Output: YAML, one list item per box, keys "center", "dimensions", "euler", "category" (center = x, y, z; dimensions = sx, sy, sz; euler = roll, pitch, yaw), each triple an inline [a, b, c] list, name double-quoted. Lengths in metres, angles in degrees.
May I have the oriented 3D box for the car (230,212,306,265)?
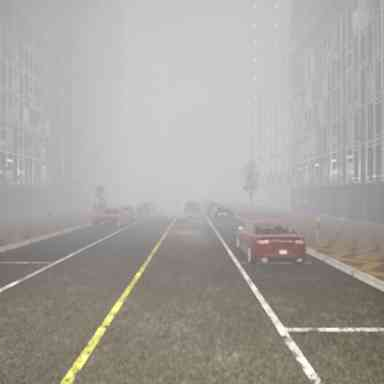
- center: [2.681, 1.653, 12.025]
  dimensions: [1.887, 1.381, 4.507]
  euler: [0, 0, 0]
  category: "car"

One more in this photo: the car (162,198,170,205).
- center: [-5.760, 2.129, 74.470]
  dimensions: [1.752, 1.417, 4.829]
  euler: [0, 0, 0]
  category: "car"

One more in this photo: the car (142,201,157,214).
- center: [-5.727, 1.890, 40.485]
  dimensions: [1.887, 1.381, 4.507]
  euler: [0, 0, 0]
  category: "car"

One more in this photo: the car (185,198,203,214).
- center: [0.061, 1.828, 41.178]
  dimensions: [1.882, 1.535, 5.008]
  euler: [0, -1, 0]
  category: "car"

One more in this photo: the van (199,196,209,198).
- center: [2.637, 1.820, 57.564]
  dimensions: [1.690, 1.788, 3.998]
  euler: [0, 0, 0]
  category: "van"

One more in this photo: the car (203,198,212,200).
- center: [2.642, 2.001, 51.869]
  dimensions: [1.947, 1.339, 4.313]
  euler: [0, 0, 0]
  category: "car"

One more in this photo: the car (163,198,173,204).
- center: [-5.766, 2.197, 80.333]
  dimensions: [2.008, 1.369, 4.403]
  euler: [0, 0, 0]
  category: "car"

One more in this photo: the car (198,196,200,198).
- center: [2.632, 1.962, 63.254]
  dimensions: [1.967, 1.590, 4.097]
  euler: [0, 0, 0]
  category: "car"

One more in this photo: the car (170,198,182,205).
- center: [-3.070, 2.040, 71.725]
  dimensions: [1.837, 1.490, 4.892]
  euler: [0, 0, 0]
  category: "car"

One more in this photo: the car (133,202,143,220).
- center: [-5.717, 1.834, 29.100]
  dimensions: [1.802, 1.307, 4.206]
  euler: [0, 0, 0]
  category: "car"

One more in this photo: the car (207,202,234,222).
- center: [2.664, 1.818, 29.101]
  dimensions: [1.947, 1.339, 4.313]
  euler: [0, 0, 0]
  category: "car"

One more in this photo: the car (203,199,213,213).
- center: [2.653, 1.911, 40.485]
  dimensions: [1.947, 1.339, 4.313]
  euler: [0, 0, 0]
  category: "car"

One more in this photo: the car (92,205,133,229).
- center: [-5.711, 1.750, 23.407]
  dimensions: [1.887, 1.381, 4.507]
  euler: [0, 0, 0]
  category: "car"
